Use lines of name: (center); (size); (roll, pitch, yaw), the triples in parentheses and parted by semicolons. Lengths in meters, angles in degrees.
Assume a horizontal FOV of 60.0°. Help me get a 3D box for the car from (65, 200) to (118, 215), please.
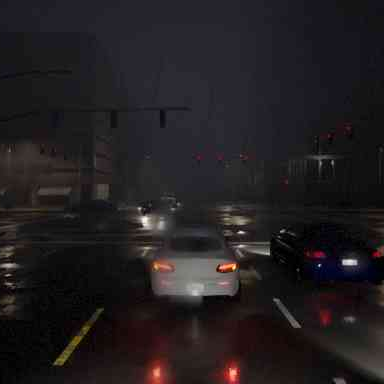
car: (-10.211, 1.502, 34.234); (2.033, 1.411, 5.357); (1, 1, 42)

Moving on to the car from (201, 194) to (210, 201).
car: (3.534, 1.316, 86.968); (2.097, 1.767, 4.553); (0, 0, 0)

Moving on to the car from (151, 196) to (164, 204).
car: (-6.985, 1.547, 67.139); (2.033, 1.411, 5.357); (0, 0, 0)

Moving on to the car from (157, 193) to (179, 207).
car: (-3.567, 1.220, 50.797); (2.150, 2.045, 5.566); (0, 0, 0)

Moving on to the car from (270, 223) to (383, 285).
car: (3.582, 1.564, 9.545); (1.994, 1.385, 4.181); (0, 0, 0)

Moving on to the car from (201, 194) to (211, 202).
car: (3.531, 1.546, 78.443); (1.994, 1.385, 4.181); (0, 0, 0)

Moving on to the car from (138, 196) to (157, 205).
car: (-7.074, 1.478, 51.634); (1.882, 1.535, 5.008); (0, 0, 0)

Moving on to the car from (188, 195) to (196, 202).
car: (0.030, 1.518, 77.887); (2.128, 1.511, 4.902); (0, 0, 0)

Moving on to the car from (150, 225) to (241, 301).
car: (0.073, 1.526, 8.177); (1.812, 1.442, 4.674); (0, 0, 0)

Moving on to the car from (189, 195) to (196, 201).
car: (0.034, 1.493, 87.215); (1.812, 1.442, 4.674); (0, 0, 0)

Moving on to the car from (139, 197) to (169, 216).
car: (-3.587, 1.487, 32.146); (1.812, 1.442, 4.674); (0, 0, 0)
